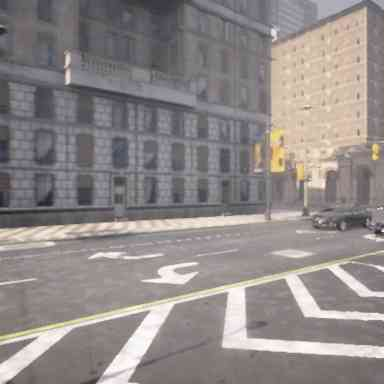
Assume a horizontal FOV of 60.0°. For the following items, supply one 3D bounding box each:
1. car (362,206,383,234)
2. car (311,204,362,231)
[{"bbox_3d":[11.774,1.551,18.146,5.357,1.411,2.033,0,0,-36],"label":"car"},{"bbox_3d":[9.378,1.521,20.733,4.892,1.490,1.837,0,0,-36],"label":"car"}]
